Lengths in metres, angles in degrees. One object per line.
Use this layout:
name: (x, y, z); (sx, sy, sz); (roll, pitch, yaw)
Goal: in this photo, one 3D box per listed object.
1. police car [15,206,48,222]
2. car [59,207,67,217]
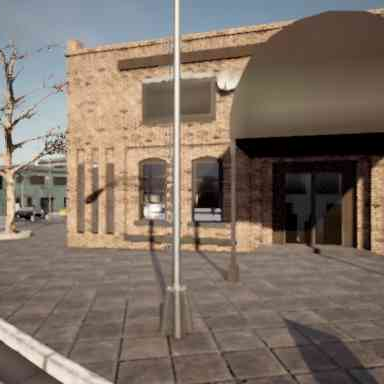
police car: (-17.354, 2.302, 35.936); (1.930, 1.638, 5.238); (0, -1, 3)
car: (-15.780, 2.552, 45.208); (1.801, 1.575, 5.366); (0, -1, 16)
